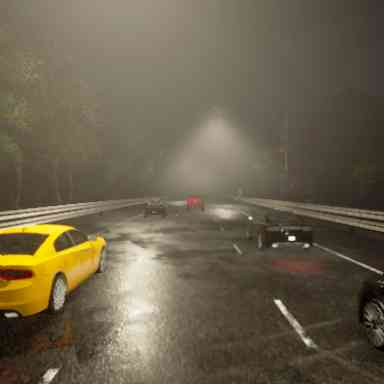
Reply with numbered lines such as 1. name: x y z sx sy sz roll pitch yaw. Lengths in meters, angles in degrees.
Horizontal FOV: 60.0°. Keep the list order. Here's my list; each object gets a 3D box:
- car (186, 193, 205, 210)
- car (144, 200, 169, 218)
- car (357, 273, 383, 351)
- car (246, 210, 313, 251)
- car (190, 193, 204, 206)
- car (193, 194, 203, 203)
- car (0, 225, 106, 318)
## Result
1. car: 0.448 1.235 42.790 2.150 2.045 5.566 0 0 1
2. car: -3.174 1.504 30.498 2.128 1.511 4.902 0 0 1
3. car: 3.501 1.495 3.290 2.128 1.511 4.902 0 0 0
4. car: 3.548 1.486 14.245 1.882 1.535 5.008 0 0 0
5. car: 0.847 1.240 56.135 2.150 2.045 5.566 0 0 2
6. car: 1.268 1.369 73.423 2.097 1.767 4.553 0 0 2
7. car: -3.381 1.482 7.571 1.882 1.535 5.008 0 0 0
